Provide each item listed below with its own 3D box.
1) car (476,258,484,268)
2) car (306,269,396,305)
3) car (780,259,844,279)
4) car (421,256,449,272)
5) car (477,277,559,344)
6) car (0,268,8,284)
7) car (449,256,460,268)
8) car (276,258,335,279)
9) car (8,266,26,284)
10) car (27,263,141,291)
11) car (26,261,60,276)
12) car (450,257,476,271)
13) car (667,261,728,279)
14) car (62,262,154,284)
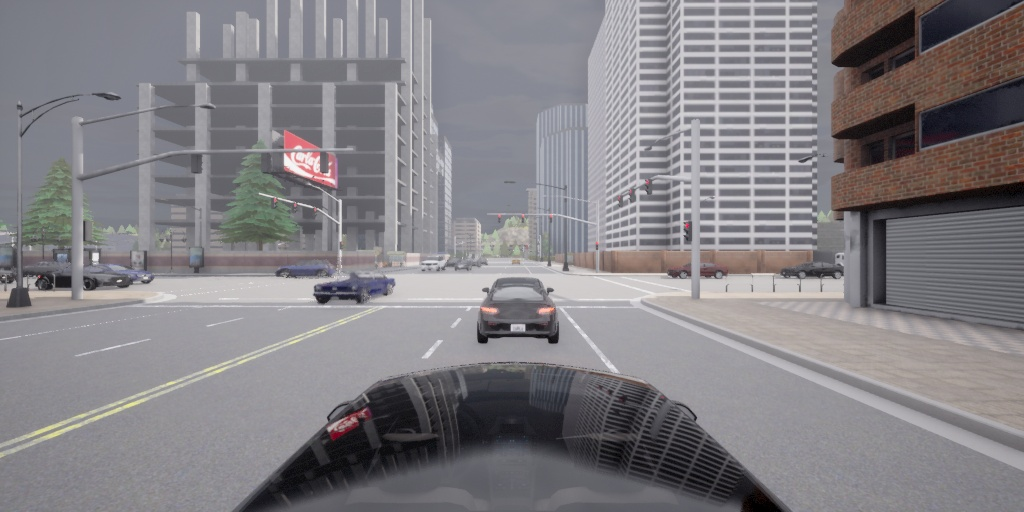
[{"bbox_3d":[-6.399,1.314,60.737,1.994,1.385,4.181,0,0,1],"label":"car"},{"bbox_3d":[-6.947,1.351,16.302,1.895,1.301,4.718,0,0,1],"label":"car"},{"bbox_3d":[26.655,1.228,31.836,5.008,1.535,1.882,0,0,0],"label":"car"},{"bbox_3d":[-10.082,0.967,46.202,2.150,2.045,5.566,0,1,1],"label":"car"},{"bbox_3d":[0.158,1.276,9.492,1.812,1.442,4.674,0,0,1],"label":"car"},{"bbox_3d":[-34.208,1.102,21.545,4.553,1.767,2.097,0,0,0],"label":"car"},{"bbox_3d":[-9.907,1.101,59.966,2.097,1.767,4.553,0,0,1],"label":"car"},{"bbox_3d":[-18.509,1.102,32.290,4.553,1.767,2.097,0,0,-10],"label":"car"},{"bbox_3d":[-37.853,1.255,25.070,4.892,1.490,1.837,0,0,0],"label":"car"},{"bbox_3d":[-25.509,1.314,21.485,4.181,1.385,1.994,0,0,0],"label":"car"},{"bbox_3d":[-41.860,1.241,32.290,4.902,1.511,2.128,0,0,0],"label":"car"},{"bbox_3d":[-6.563,1.241,48.563,2.128,1.511,4.902,0,0,1],"label":"car"},{"bbox_3d":[16.462,1.228,31.913,5.008,1.535,1.882,0,0,0],"label":"car"},{"bbox_3d":[-27.864,1.276,25.001,4.674,1.442,1.812,0,0,0],"label":"car"}]
